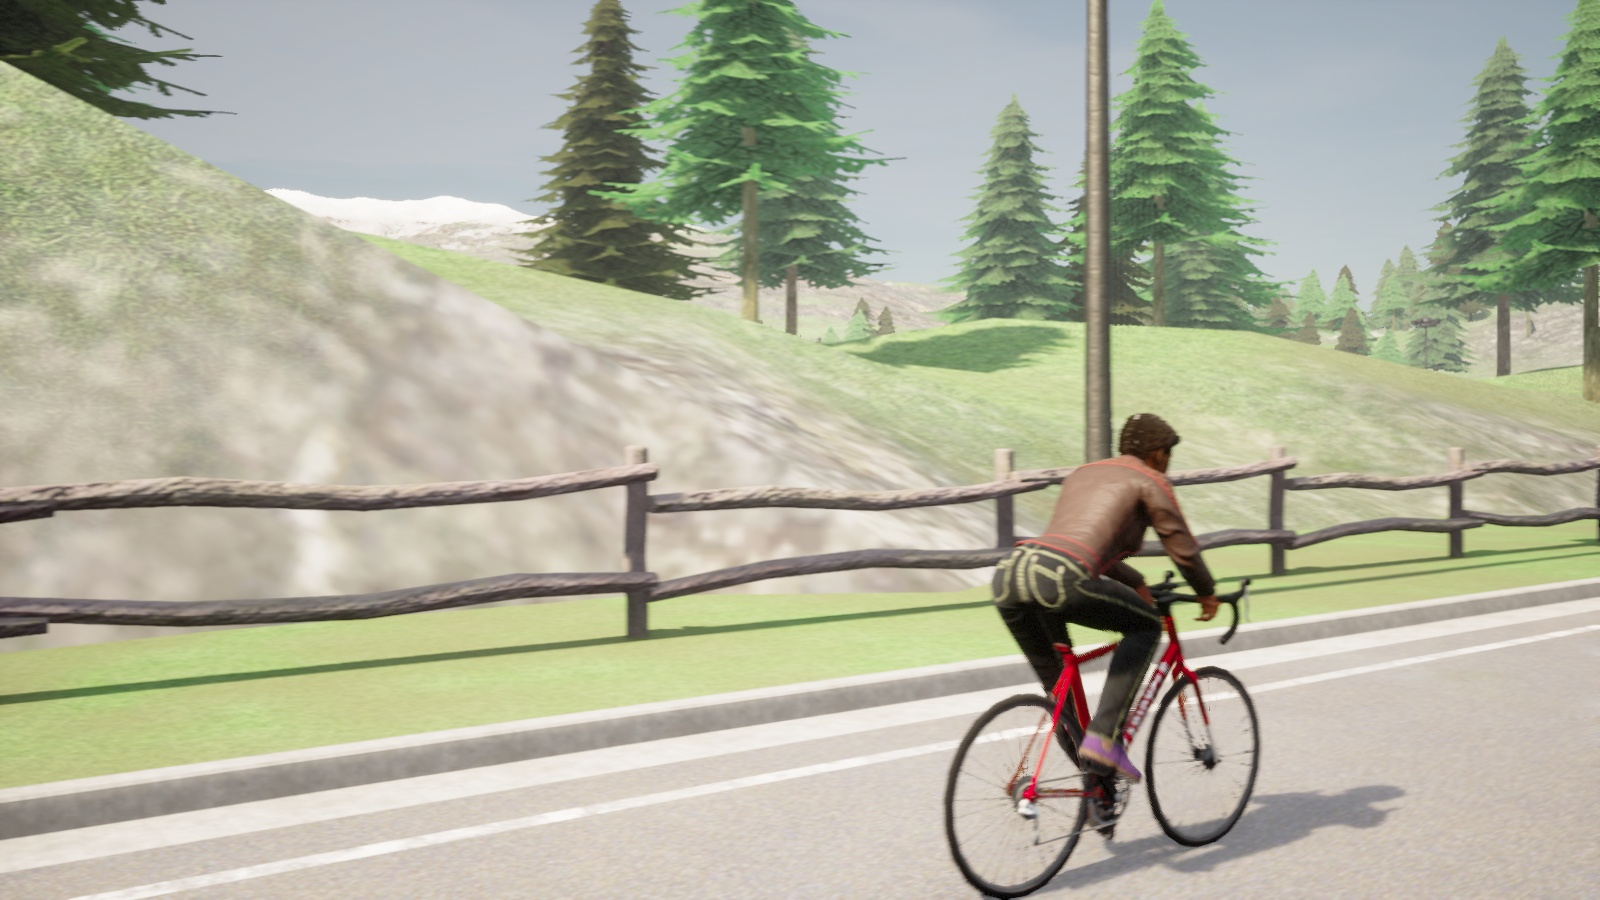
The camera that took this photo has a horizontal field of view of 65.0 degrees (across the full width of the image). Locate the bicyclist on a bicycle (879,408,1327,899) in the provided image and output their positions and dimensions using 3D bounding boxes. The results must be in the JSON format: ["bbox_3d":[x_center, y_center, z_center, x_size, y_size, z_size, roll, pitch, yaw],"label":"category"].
[{"bbox_3d":[1.112,0.687,4.434,1.656,1.620,0.582,0,0,-35],"label":"bicyclist on a bicycle"}]
